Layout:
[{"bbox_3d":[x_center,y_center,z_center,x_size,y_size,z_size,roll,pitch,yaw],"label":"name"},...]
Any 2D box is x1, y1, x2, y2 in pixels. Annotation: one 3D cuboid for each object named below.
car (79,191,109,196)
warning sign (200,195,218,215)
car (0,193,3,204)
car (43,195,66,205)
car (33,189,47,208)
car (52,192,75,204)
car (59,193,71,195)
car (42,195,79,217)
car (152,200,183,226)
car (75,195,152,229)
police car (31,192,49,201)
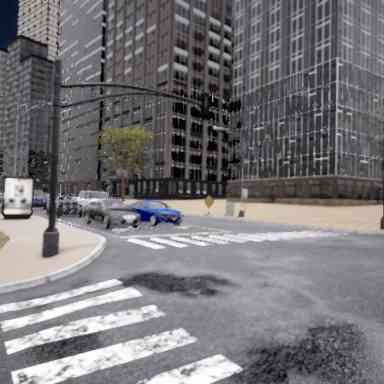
[{"bbox_3d":[-8.468,0.924,29.390,2.150,2.045,5.566,3,-1,-38],"label":"car"},{"bbox_3d":[1.617,1.224,31.763,1.300,1.860,1.060,2,-1,-37],"label":"warning sign"},{"bbox_3d":[-26.199,0.889,46.581,1.837,1.490,4.892,3,-1,-40],"label":"car"},{"bbox_3d":[-20.928,1.146,50.508,1.994,1.385,4.181,3,-1,-39],"label":"car"},{"bbox_3d":[-16.478,0.704,34.412,2.150,2.045,5.566,3,-1,-38],"label":"car"},{"bbox_3d":[-21.915,1.001,56.654,2.097,1.767,4.553,3,-1,-40],"label":"car"},{"bbox_3d":[-14.580,1.125,37.214,1.812,1.442,4.674,3,-1,-38],"label":"car"},{"bbox_3d":[-9.922,1.161,25.920,1.994,1.385,4.181,3,-1,-37],"label":"car"},{"bbox_3d":[-2.515,1.281,21.480,1.882,1.535,5.008,3,-1,-37],"label":"car"},{"bbox_3d":[-4.576,1.180,18.798,2.128,1.511,4.902,3,-1,-36],"label":"car"},{"bbox_3d":[-31.941,0.937,69.711,1.930,1.638,5.238,3,-1,-42],"label":"police car"}]
